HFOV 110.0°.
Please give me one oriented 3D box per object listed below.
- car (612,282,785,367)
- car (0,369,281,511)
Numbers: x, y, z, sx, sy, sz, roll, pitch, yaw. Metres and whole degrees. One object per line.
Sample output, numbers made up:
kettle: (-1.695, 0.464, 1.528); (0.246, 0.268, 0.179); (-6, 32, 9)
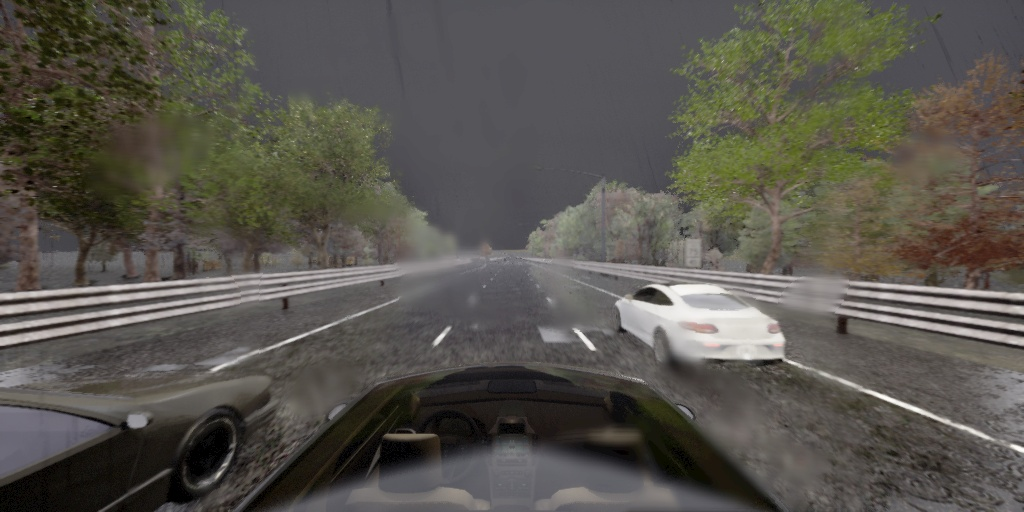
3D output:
car: (3.598, 1.279, 7.783); (1.812, 1.442, 4.674); (0, 0, 0)
car: (-3.401, 1.297, 1.357); (2.033, 1.411, 5.357); (0, 0, 0)
